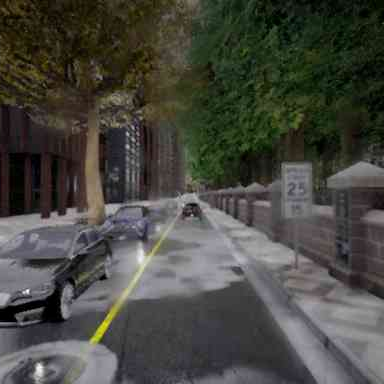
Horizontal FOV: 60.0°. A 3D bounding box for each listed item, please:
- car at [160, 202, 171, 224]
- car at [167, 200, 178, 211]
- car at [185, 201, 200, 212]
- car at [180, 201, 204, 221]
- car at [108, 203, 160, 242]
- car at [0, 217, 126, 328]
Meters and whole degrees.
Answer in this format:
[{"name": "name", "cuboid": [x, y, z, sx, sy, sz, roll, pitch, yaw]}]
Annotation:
[{"name": "car", "cuboid": [-3.060, 1.777, 27.051, 1.994, 1.385, 4.181, 0, -1, 0]}, {"name": "car", "cuboid": [-2.993, 1.937, 48.977, 2.128, 1.511, 4.902, 0, -1, 0]}, {"name": "car", "cuboid": [0.064, 1.950, 45.404, 1.994, 1.385, 4.181, 0, -1, 0]}, {"name": "car", "cuboid": [0.014, 1.745, 30.198, 1.837, 1.490, 4.892, 0, -1, 0]}, {"name": "car", "cuboid": [-3.087, 1.482, 17.060, 2.097, 1.767, 4.553, 0, 0, 0]}, {"name": "car", "cuboid": [-3.089, 1.547, 7.371, 2.128, 1.511, 4.902, 0, 0, 0]}]
